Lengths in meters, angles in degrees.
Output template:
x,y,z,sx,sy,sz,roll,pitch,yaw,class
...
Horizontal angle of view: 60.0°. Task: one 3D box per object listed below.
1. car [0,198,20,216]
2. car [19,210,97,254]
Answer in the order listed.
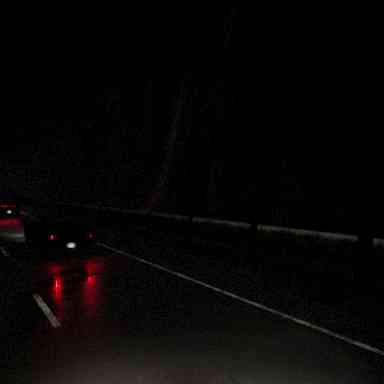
x,y,z,sx,sy,sz,roll,pitch,yaw,class
-16.201,1.313,28.963,1.837,1.490,4.892,0,0,-35,car
-5.522,1.567,13.538,1.895,1.301,4.718,0,0,-35,car
